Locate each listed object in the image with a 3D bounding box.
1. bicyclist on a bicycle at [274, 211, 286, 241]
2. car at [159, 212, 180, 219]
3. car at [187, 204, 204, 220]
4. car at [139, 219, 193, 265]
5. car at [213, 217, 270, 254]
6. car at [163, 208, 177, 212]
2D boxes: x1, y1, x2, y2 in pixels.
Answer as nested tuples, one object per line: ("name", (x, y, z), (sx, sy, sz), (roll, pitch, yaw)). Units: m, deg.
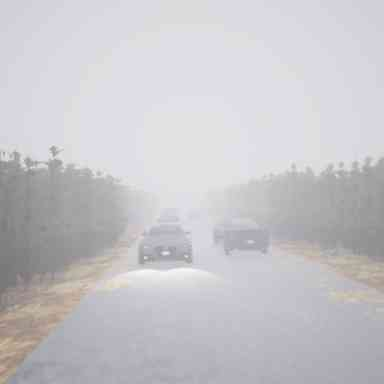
("bicyclist on a bicycle", (5.210, 1.827, 17.869), (1.656, 1.620, 0.582), (-1, -1, -4))
("car", (-1.653, 2.395, 23.790), (1.895, 1.301, 4.718), (-1, -2, -3))
("car", (0.462, 2.711, 42.479), (1.837, 1.490, 4.892), (-1, -1, -3))
("car", (-1.039, 2.027, 13.647), (1.994, 1.385, 4.181), (-1, -2, -4))
("car", (2.189, 1.944, 15.894), (1.882, 1.535, 5.008), (-1, -2, -4))
("car", (-2.316, 2.462, 34.878), (2.097, 1.767, 4.553), (-1, -2, -3))
